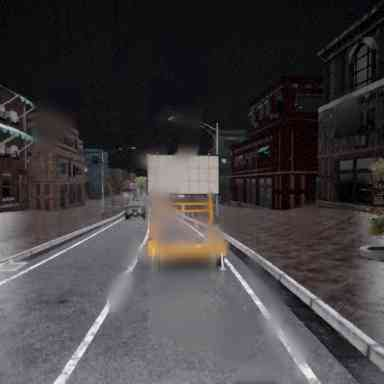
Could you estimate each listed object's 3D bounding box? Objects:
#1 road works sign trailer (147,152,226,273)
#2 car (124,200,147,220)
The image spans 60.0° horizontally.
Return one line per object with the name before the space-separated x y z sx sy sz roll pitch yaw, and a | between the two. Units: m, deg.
road works sign trailer | -0.299 0.497 10.941 2.380 3.560 2.880 0 -1 -9
car | -6.152 1.937 36.628 2.150 2.045 5.566 0 -2 -7
